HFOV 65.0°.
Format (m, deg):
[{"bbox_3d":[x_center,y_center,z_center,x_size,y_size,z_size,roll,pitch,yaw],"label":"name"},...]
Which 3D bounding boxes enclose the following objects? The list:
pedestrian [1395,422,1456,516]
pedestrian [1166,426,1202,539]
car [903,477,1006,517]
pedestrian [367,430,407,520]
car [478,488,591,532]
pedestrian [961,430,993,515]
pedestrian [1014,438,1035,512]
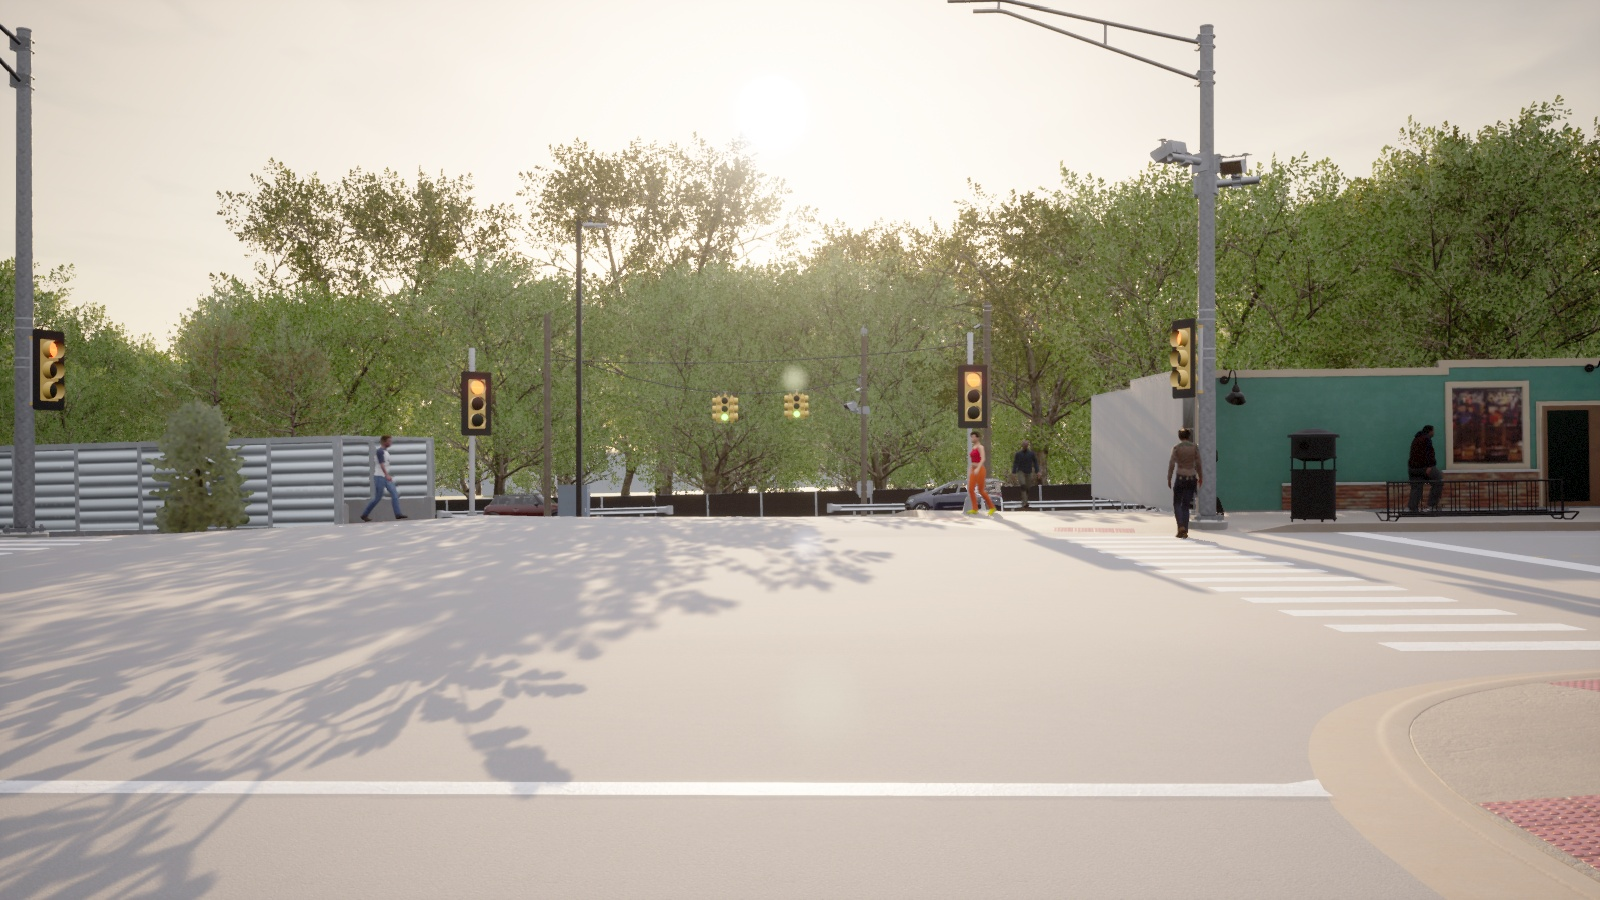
[{"bbox_3d":[12.404,0.376,24.920,0.899,1.844,0.634,0,0,1],"label":"pedestrian"},{"bbox_3d":[6.249,0.520,20.473,0.328,1.805,0.869,0,0,1],"label":"pedestrian"},{"bbox_3d":[7.190,2.190,58.496,4.611,1.667,2.242,-2,0,8],"label":"car"},{"bbox_3d":[-8.469,0.505,25.763,0.706,1.836,0.354,0,0,1],"label":"pedestrian"},{"bbox_3d":[-12.075,2.725,57.305,4.553,1.767,2.097,-2,0,6],"label":"car"},{"bbox_3d":[3.857,0.482,27.399,0.594,1.836,0.345,0,0,-17],"label":"pedestrian"},{"bbox_3d":[5.636,0.621,31.571,0.402,1.842,0.726,0,0,-1],"label":"pedestrian"}]
